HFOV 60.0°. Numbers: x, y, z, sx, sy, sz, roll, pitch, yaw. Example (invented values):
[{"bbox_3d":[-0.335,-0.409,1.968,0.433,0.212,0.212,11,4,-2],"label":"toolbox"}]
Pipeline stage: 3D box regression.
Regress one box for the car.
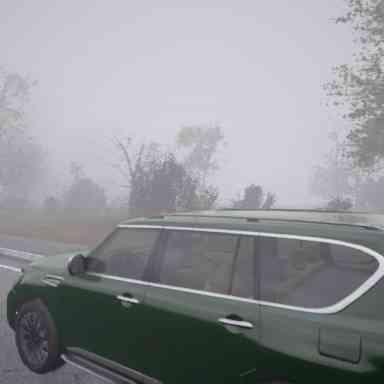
[{"bbox_3d":[0.081,1.222,3.935,5.566,2.045,2.150,0,0,36],"label":"car"}]
